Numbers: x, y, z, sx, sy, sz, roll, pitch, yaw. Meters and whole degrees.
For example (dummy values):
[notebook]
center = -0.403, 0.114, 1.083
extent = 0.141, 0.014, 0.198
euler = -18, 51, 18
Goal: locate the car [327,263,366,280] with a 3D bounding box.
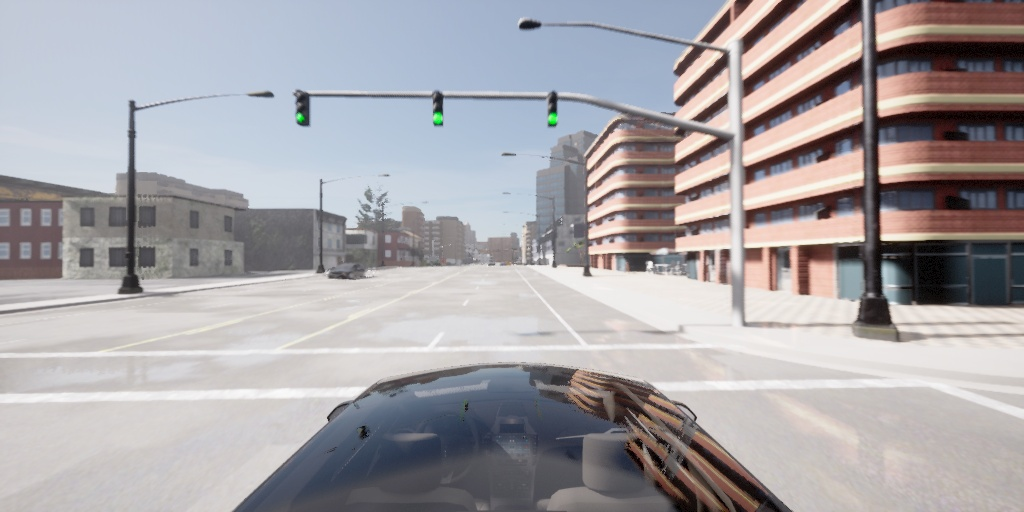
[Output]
[car]
center = -14.710, 1.410, 32.177
extent = 1.837, 1.490, 4.892
euler = 0, 2, -2
